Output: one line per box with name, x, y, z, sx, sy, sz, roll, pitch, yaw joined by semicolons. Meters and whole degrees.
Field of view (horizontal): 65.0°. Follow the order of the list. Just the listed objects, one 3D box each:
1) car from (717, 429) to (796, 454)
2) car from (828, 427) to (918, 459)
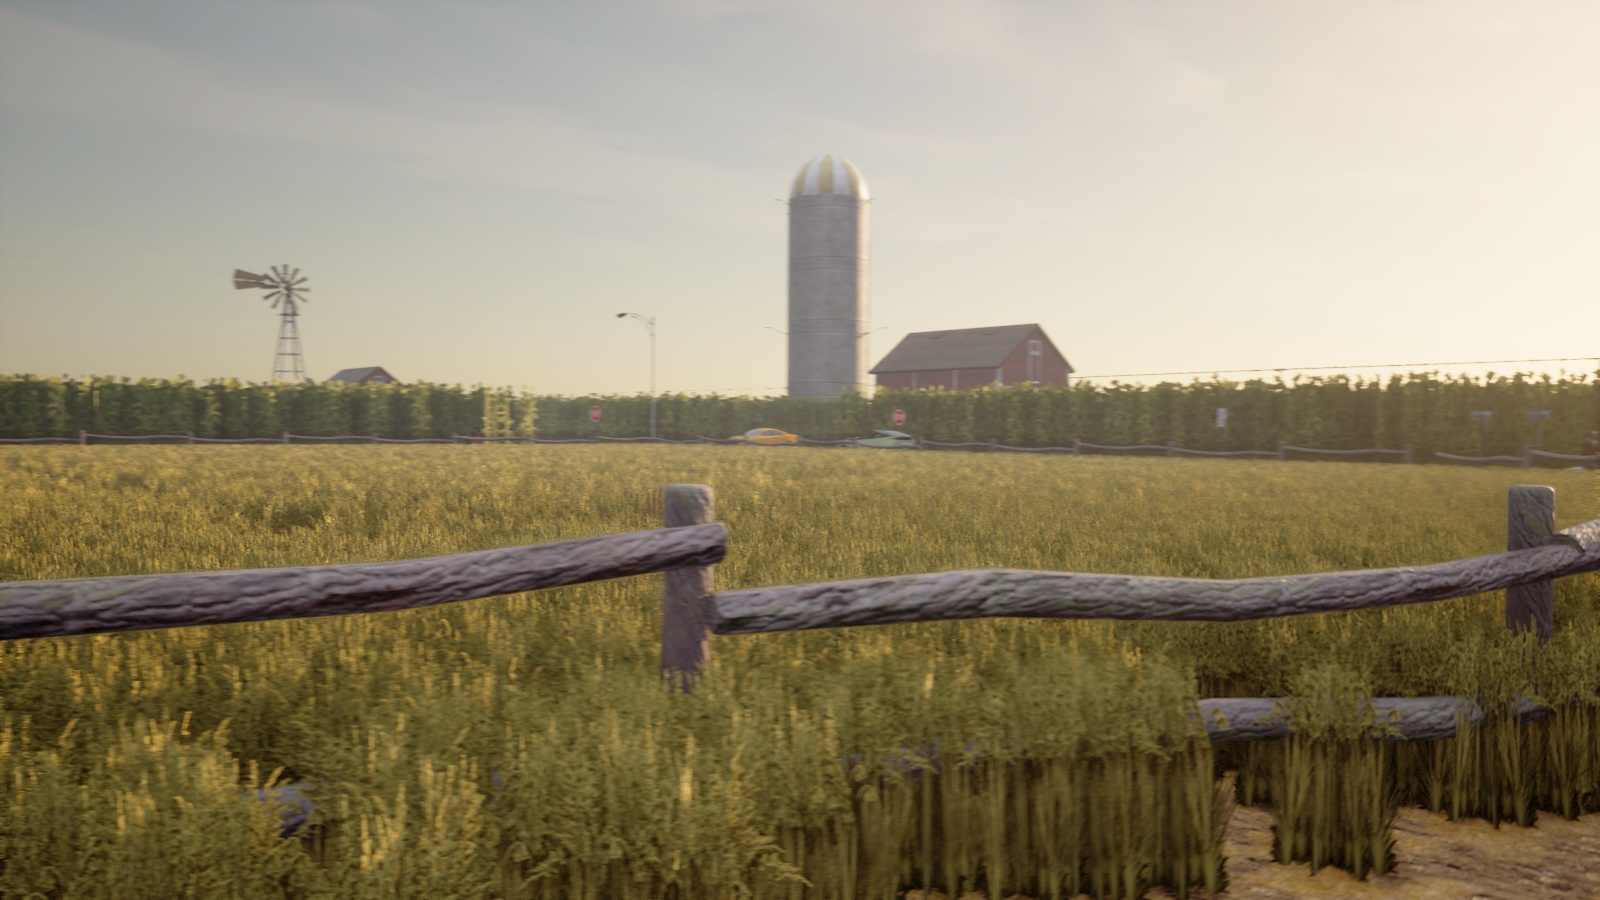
car;-2.726;-0.574;80.374;5.008;1.535;1.882;-1;1;-42
car;3.644;-0.379;63.463;2.007;1.525;4.514;-1;2;-40
